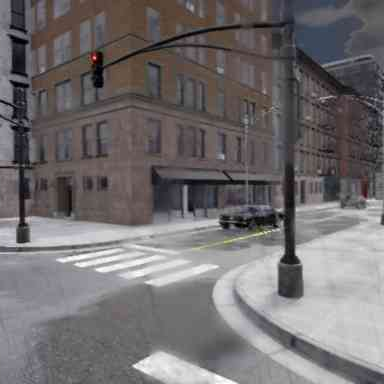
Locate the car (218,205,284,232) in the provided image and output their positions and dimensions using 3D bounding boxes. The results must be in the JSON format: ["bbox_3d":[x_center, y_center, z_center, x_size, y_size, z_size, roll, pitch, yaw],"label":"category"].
[{"bbox_3d":[3.448,1.405,18.918,1.895,1.301,4.718,0,1,39],"label":"car"}]

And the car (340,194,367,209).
[{"bbox_3d":[17.613,1.051,36.242,1.837,1.490,4.892,0,0,40],"label":"car"}]
